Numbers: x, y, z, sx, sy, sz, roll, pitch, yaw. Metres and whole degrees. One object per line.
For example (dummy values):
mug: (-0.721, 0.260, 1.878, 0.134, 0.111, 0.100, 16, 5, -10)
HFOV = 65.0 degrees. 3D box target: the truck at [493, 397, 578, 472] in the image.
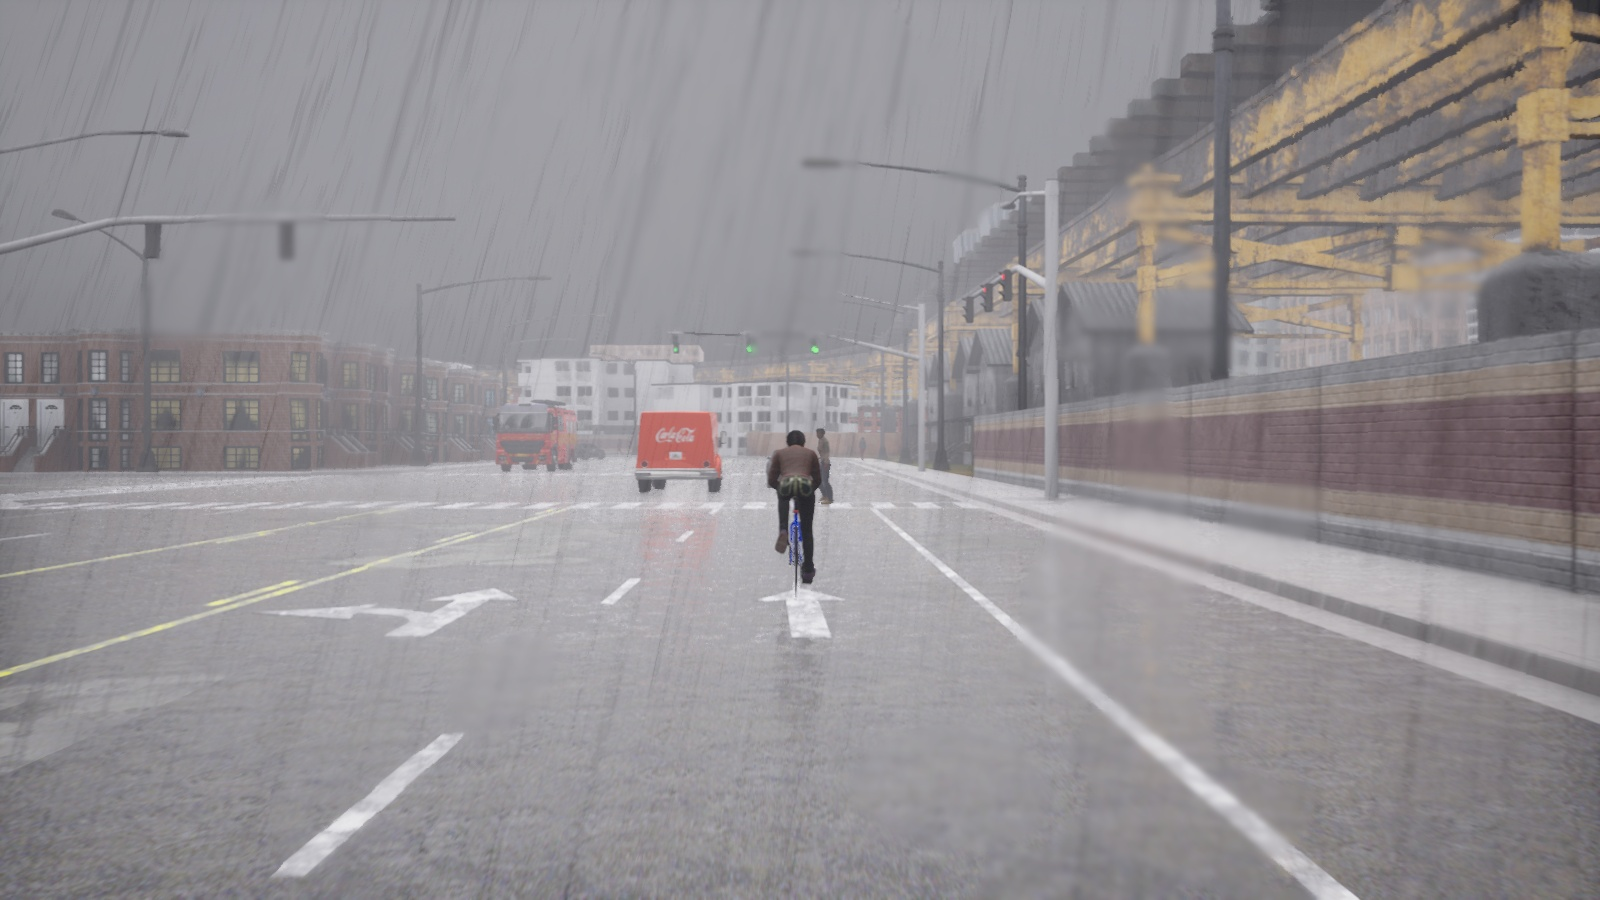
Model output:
truck: (-14.281, -0.813, 68.510, 2.891, 3.827, 8.468, 0, 0, 0)

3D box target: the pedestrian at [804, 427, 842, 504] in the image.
pedestrian: (0.545, 0.366, 29.642, 0.869, 1.805, 0.328, 0, 0, -6)

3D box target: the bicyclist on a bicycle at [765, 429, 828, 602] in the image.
bicyclist on a bicycle: (-0.037, 0.624, 12.606, 0.582, 1.620, 1.656, 0, -1, 0)

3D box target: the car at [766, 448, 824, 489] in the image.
car: (-0.171, 0.605, 43.056, 1.895, 1.301, 4.718, 0, 0, 0)

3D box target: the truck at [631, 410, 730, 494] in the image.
truck: (-3.654, 0.035, 39.510, 2.627, 2.467, 5.204, 0, 0, 0)
